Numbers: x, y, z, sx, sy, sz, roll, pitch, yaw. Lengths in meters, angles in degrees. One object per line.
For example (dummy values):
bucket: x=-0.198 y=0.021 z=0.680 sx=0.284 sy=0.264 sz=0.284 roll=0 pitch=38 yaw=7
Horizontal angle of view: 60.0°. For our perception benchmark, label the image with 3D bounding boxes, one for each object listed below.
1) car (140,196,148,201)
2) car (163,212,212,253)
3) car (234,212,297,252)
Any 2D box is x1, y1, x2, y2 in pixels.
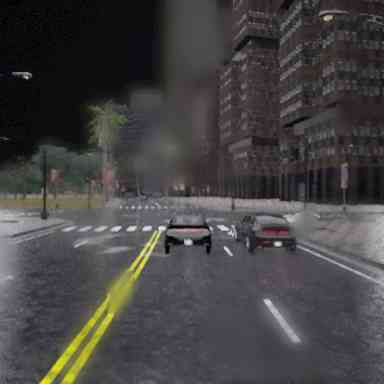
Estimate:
car: x=-12.645 y=1.683 z=87.108 sx=2.033 sy=1.411 sz=5.357 roll=0 pitch=0 yaw=-12
car: x=-0.206 y=1.629 z=14.390 sx=2.128 sy=1.511 sz=4.902 roll=0 pitch=0 yaw=-2
car: x=3.043 y=1.643 z=14.488 sx=1.837 sy=1.490 sz=4.892 roll=0 pitch=0 yaw=-2
